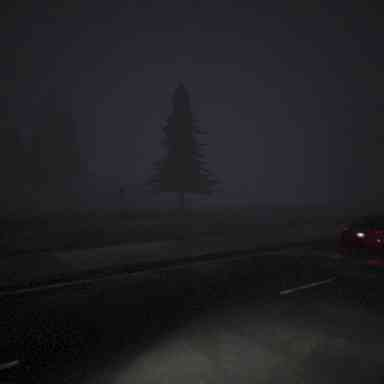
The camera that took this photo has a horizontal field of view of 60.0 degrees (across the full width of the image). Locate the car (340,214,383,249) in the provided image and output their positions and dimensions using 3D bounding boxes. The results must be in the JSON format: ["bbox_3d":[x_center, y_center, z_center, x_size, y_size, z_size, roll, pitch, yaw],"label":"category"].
[{"bbox_3d":[8.021,1.604,13.762,4.181,1.385,1.994,0,0,-35],"label":"car"}]
